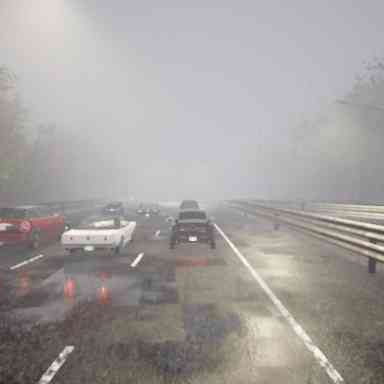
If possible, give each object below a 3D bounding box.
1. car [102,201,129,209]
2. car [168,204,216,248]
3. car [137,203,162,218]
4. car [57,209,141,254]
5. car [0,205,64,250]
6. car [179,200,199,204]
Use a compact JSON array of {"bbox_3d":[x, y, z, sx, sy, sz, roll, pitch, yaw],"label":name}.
[{"bbox_3d":[-7.267,1.563,31.949,1.994,1.385,4.181,0,0,-1],"label":"car"},{"bbox_3d":[0.010,1.499,14.810,1.837,1.490,4.892,0,0,-1],"label":"car"},{"bbox_3d":[-3.717,1.597,29.797,1.895,1.301,4.718,0,0,-1],"label":"car"},{"bbox_3d":[-3.475,1.597,13.395,1.895,1.301,4.718,0,0,-1],"label":"car"},{"bbox_3d":[-6.988,1.349,14.367,2.097,1.767,4.553,0,0,-1],"label":"car"},{"bbox_3d":[-0.281,1.474,32.734,1.882,1.535,5.008,0,0,-1],"label":"car"}]
